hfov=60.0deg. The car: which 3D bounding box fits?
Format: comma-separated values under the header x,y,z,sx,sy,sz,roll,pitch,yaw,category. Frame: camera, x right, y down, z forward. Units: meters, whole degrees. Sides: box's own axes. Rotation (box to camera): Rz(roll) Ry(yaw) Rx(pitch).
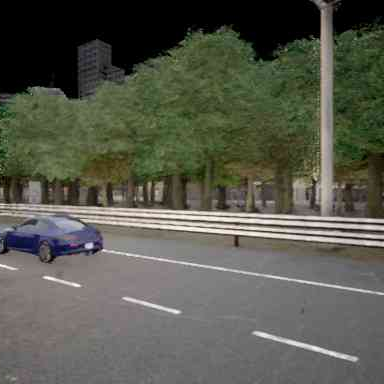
x,y,z,sx,sy,sz,roll,pitch,yaw,category
-5.107,1.534,11.813,4.674,1.442,1.812,0,0,36,car
